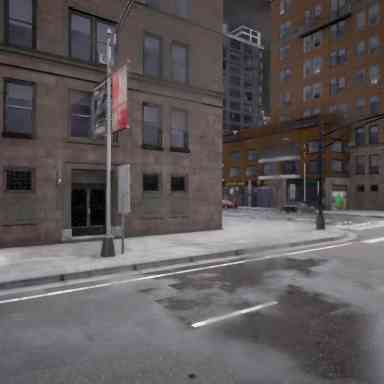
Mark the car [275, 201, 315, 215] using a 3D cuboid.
[{"bbox_3d":[10.593,1.580,34.298,1.947,1.339,4.313,0,0,-35],"label":"car"}]

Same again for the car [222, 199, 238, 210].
[{"bbox_3d":[4.238,1.594,43.304,1.802,1.307,4.206,0,0,-35],"label":"car"}]
